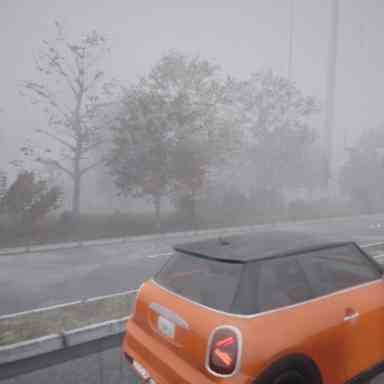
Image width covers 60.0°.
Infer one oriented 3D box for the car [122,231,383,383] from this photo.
[{"bbox_3d":[1.477,1.325,4.493,4.553,1.767,2.097,-1,0,-35],"label":"car"}]
